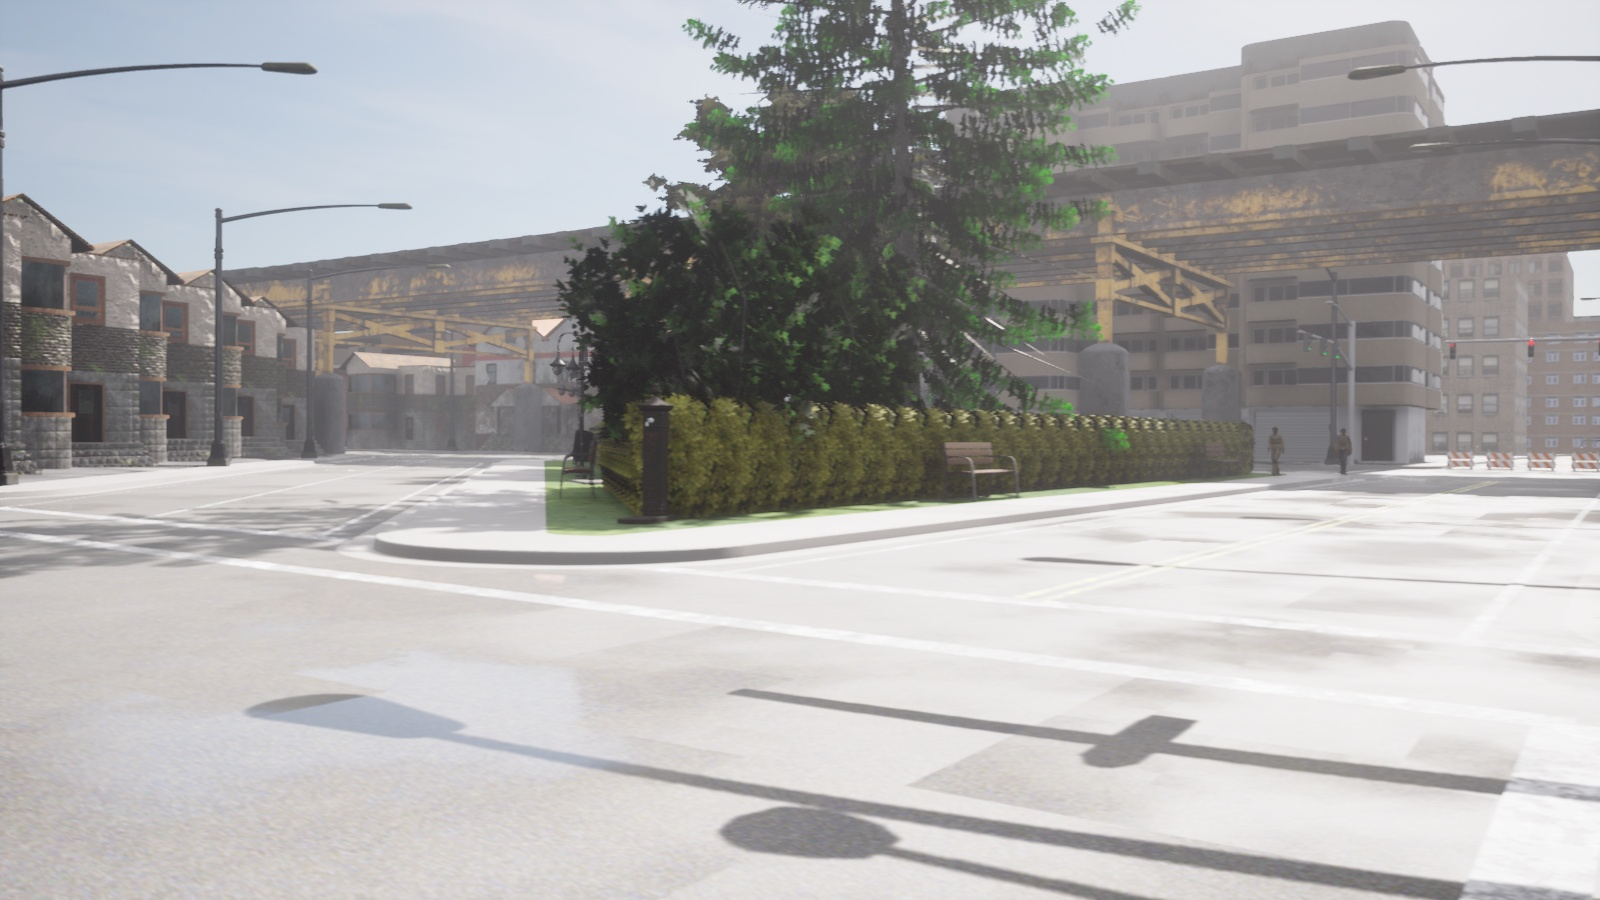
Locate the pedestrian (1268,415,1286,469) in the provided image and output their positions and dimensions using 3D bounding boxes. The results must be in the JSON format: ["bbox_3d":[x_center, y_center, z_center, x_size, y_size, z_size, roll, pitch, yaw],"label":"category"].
[{"bbox_3d":[17.414,-0.295,45.818,0.396,1.930,0.692,0,1,39],"label":"pedestrian"}]

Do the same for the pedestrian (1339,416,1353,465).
[{"bbox_3d":[20.334,-0.350,46.736,0.328,1.805,0.869,0,1,33],"label":"pedestrian"}]
